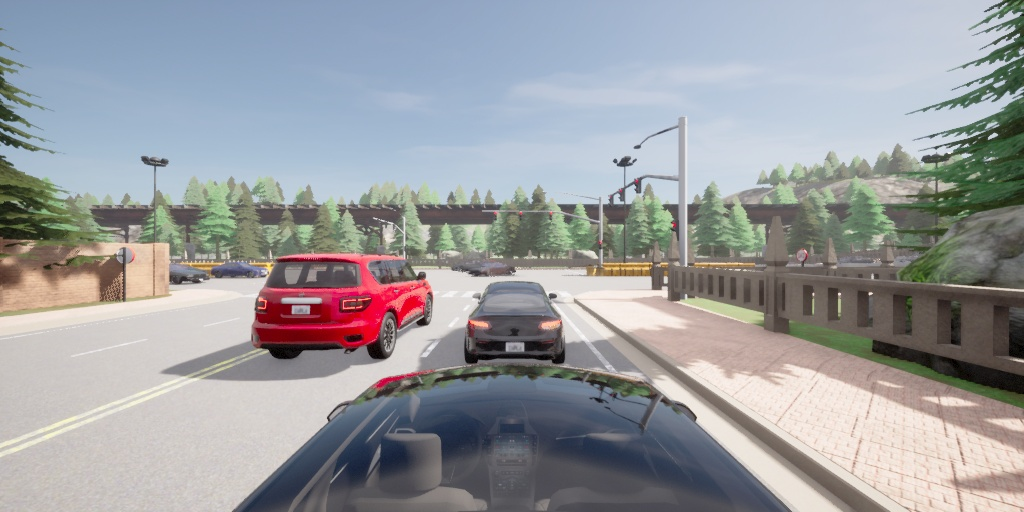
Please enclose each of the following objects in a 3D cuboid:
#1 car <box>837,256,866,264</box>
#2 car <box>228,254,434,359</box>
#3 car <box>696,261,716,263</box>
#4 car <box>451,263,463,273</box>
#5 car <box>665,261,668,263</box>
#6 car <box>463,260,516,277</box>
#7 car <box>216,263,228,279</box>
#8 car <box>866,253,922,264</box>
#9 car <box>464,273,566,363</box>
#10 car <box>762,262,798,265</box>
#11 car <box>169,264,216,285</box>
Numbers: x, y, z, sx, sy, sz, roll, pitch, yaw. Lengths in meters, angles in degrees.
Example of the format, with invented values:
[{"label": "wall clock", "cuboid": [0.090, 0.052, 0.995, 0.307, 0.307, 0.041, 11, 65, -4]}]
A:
[{"label": "car", "cuboid": [43.888, 0.823, 46.548, 4.902, 1.511, 2.128, -3, 0, 0]}, {"label": "car", "cuboid": [-3.441, 0.971, 8.531, 2.150, 2.045, 5.566, 0, 0, 0]}, {"label": "car", "cuboid": [21.182, 1.297, 39.596, 5.357, 1.411, 2.033, 0, 0, 0]}, {"label": "car", "cuboid": [-4.835, 1.241, 43.207, 4.902, 1.511, 2.128, 0, 0, 0]}, {"label": "car", "cuboid": [20.983, 1.297, 46.597, 5.357, 1.411, 2.033, 0, 0, 0]}, {"label": "car", "cuboid": [-1.824, 1.297, 34.756, 2.033, 1.411, 5.357, 0, 0, 39]}, {"label": "car", "cuboid": [-24.700, 1.276, 32.594, 4.674, 1.442, 1.812, 0, 0, 0]}, {"label": "car", "cuboid": [42.864, 0.864, 39.553, 5.008, 1.535, 1.882, -3, 0, 0]}, {"label": "car", "cuboid": [0.062, 1.276, 7.980, 1.812, 1.442, 4.674, 0, 0, 0]}, {"label": "car", "cuboid": [31.846, 1.260, 43.077, 4.674, 1.442, 1.812, -1, 0, 0]}, {"label": "car", "cuboid": [-24.846, 1.297, 25.595, 5.357, 1.411, 2.033, 0, 0, 0]}]
